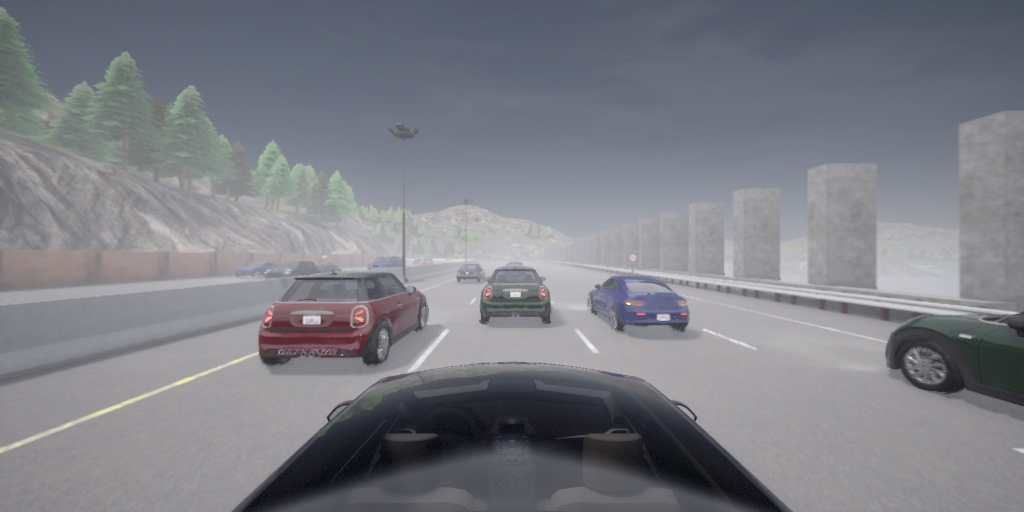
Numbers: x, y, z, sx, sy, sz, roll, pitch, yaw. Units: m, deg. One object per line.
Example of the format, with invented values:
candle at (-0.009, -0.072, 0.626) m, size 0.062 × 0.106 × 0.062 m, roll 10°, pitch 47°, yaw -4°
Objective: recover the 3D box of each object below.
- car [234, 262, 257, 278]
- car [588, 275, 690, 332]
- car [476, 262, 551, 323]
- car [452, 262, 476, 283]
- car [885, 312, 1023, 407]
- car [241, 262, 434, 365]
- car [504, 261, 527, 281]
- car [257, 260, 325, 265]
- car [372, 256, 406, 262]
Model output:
car at (-24.323, 1.283, 34.630) m, size 1.882 × 1.535 × 5.008 m, roll 0°, pitch 0°, yaw 1°
car at (3.601, 1.291, 10.829) m, size 1.812 × 1.442 × 4.674 m, roll 0°, pitch 0°, yaw 0°
car at (0.102, 1.119, 12.289) m, size 2.097 × 1.767 × 4.553 m, roll 0°, pitch 0°, yaw 0°
car at (-3.250, 1.343, 28.964) m, size 2.033 × 1.411 × 5.357 m, roll 0°, pitch 0°, yaw 1°
car at (7.101, 1.105, 3.885) m, size 2.097 × 1.767 × 4.553 m, roll 0°, pitch 0°, yaw 0°
car at (-3.398, 1.112, 8.211) m, size 2.097 × 1.767 × 4.553 m, roll 0°, pitch 0°, yaw 0°
car at (0.314, 1.277, 31.609) m, size 1.882 × 1.535 × 5.008 m, roll 0°, pitch 0°, yaw 1°
car at (-17.455, 1.146, 28.632) m, size 2.097 × 1.767 × 4.553 m, roll 0°, pitch 0°, yaw 1°
car at (-13.721, 1.036, 38.944) m, size 2.150 × 2.045 × 5.566 m, roll 0°, pitch 0°, yaw 1°
